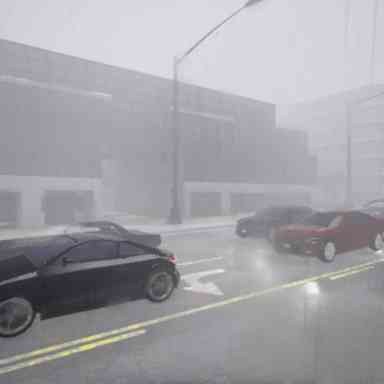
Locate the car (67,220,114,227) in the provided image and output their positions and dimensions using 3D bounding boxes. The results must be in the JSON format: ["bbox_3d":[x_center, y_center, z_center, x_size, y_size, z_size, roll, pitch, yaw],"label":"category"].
[{"bbox_3d":[-3.394,1.584,10.176,4.718,1.301,1.895,-1,0,-35],"label":"car"}]

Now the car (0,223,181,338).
[{"bbox_3d":[-2.301,1.556,6.642,4.181,1.385,1.994,-1,0,-35],"label":"car"}]

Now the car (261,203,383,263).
[{"bbox_3d":[4.997,1.375,11.862,5.008,1.535,1.882,-1,1,-36],"label":"car"}]

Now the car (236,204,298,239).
[{"bbox_3d":[4.255,1.350,15.632,5.008,1.535,1.882,-1,1,-35],"label":"car"}]

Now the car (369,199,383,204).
[{"bbox_3d":[12.217,1.206,21.314,4.674,1.442,1.812,-1,1,-36],"label":"car"}]
